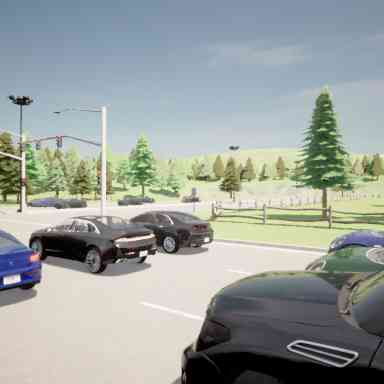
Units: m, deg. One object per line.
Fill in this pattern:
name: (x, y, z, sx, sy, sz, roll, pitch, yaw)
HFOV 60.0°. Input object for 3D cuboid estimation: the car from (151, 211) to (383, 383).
car: (2.556, 1.221, 2.169, 5.566, 2.045, 2.150, 0, 0, 36)

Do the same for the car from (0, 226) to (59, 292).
car: (-5.347, 1.526, 7.788, 4.674, 1.442, 1.812, 0, 0, 36)

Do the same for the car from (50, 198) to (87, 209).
car: (-15.939, 1.564, 43.788, 1.994, 1.385, 4.181, 0, 0, 35)

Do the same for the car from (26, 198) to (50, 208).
car: (-21.188, 1.547, 48.502, 2.033, 1.411, 5.357, 0, 0, 35)

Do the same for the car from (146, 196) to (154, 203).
car: (-9.650, 1.548, 65.010, 2.033, 1.411, 5.357, 0, 0, 35)

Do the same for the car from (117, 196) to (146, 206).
car: (-9.834, 1.562, 52.569, 1.994, 1.385, 4.181, 0, 0, 35)

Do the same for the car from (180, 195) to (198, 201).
car: (-0.634, 1.338, 77.747, 1.994, 1.385, 4.181, 0, 0, 36)

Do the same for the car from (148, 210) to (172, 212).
car: (-1.430, 1.505, 13.590, 4.892, 1.490, 1.837, 0, 0, 36)

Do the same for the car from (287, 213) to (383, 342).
car: (4.126, 1.352, 5.348, 4.553, 1.767, 2.097, 0, 0, 36)

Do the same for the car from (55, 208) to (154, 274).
car: (-3.305, 1.492, 10.628, 4.902, 1.511, 2.128, 0, 0, 36)

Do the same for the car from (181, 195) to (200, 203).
car: (-0.227, 1.491, 66.276, 2.128, 1.511, 4.902, 0, 0, 35)

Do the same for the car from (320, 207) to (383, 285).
car: (5.874, 1.352, 8.400, 4.553, 1.767, 2.097, 0, 0, 35)
